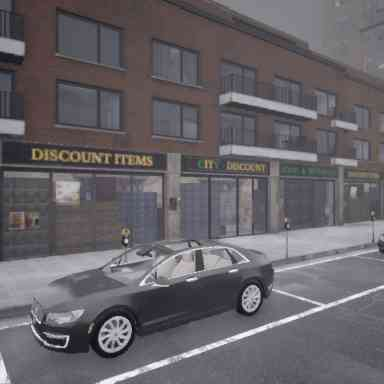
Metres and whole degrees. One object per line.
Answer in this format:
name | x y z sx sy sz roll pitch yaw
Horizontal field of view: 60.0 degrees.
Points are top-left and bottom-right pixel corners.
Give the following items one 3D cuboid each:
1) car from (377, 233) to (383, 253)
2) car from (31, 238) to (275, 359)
car | 8.560 1.582 12.315 4.206 1.307 1.802 0 0 -36
car | -0.418 1.551 5.893 4.403 1.369 2.008 0 0 -36
